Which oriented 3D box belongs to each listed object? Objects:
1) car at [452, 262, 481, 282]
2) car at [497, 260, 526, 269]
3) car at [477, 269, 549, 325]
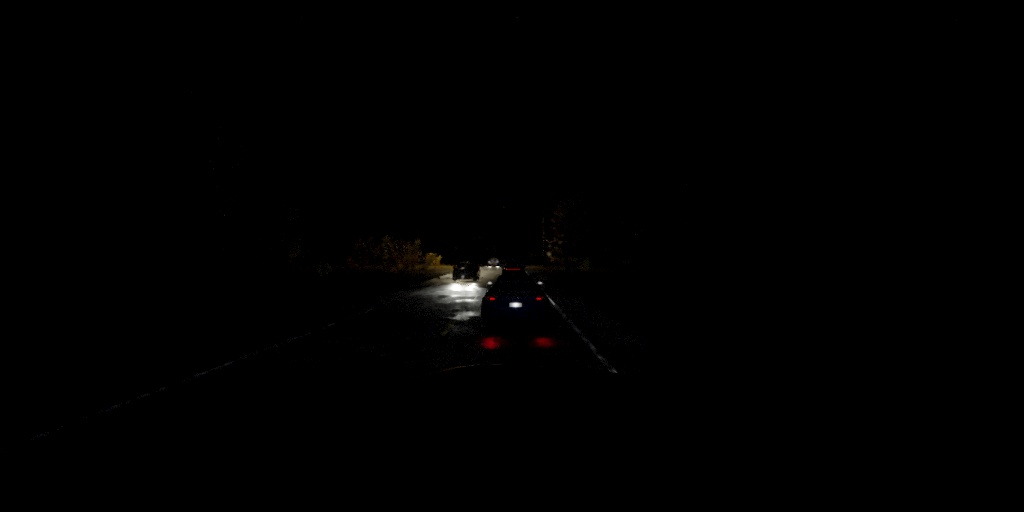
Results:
[{"bbox_3d":[-3.591,1.238,28.711,2.128,1.511,4.902,0,0,0],"label":"car"},{"bbox_3d":[0.105,1.238,29.503,2.128,1.511,4.902,0,0,0],"label":"car"},{"bbox_3d":[0.102,1.314,11.852,1.994,1.385,4.181,0,0,0],"label":"car"}]
